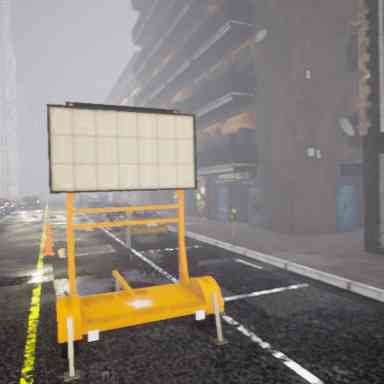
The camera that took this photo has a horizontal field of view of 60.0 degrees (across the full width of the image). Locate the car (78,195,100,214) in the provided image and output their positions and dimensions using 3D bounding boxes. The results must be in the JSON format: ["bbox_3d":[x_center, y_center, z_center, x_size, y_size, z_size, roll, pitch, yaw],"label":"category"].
[{"bbox_3d":[-9.230,1.255,31.369,2.008,1.369,4.403,-2,1,-23],"label":"car"}]

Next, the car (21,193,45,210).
[{"bbox_3d":[-18.928,1.171,39.357,2.097,1.767,4.553,-2,1,-23],"label":"car"}]

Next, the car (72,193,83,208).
[{"bbox_3d":[-13.701,1.091,41.742,1.967,1.590,4.097,-2,1,-23],"label":"car"}]

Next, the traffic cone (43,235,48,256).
[{"bbox_3d":[-4.997,1.878,11.546,0.340,0.580,0.340,-2,1,-23],"label":"traffic cone"}]

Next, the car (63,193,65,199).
[{"bbox_3d":[-22.634,1.126,62.496,1.802,1.307,4.206,-2,1,-23],"label":"car"}]

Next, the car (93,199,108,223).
[{"bbox_3d":[-4.761,1.327,20.993,1.947,1.339,4.313,-2,1,-23],"label":"car"}]

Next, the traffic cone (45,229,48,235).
[{"bbox_3d":[-5.788,1.867,13.383,0.340,0.580,0.340,-2,1,-23],"label":"traffic cone"}]

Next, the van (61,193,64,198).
[{"bbox_3d":[-31.576,0.789,83.244,1.690,1.788,3.998,-2,1,-23],"label":"van"}]

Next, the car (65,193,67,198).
[{"bbox_3d":[-18.172,0.912,52.116,2.192,1.841,5.009,-2,1,-23],"label":"car"}]

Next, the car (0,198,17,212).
[{"bbox_3d":[-21.326,1.423,38.275,1.752,1.417,4.829,-2,1,-23],"label":"car"}]

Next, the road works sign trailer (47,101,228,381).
[{"bbox_3d":[-1.095,0.387,5.596,2.380,3.560,2.880,-2,1,-23],"label":"road works sign trailer"}]

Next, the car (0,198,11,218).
[{"bbox_3d":[-16.924,1.502,28.056,2.008,1.369,4.403,-2,1,-23],"label":"car"}]

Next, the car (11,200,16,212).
[{"bbox_3d":[-19.162,1.364,33.243,1.967,1.590,4.097,-2,1,-23],"label":"car"}]

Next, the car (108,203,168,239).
[{"bbox_3d":[-2.595,1.315,15.960,1.752,1.417,4.829,-2,1,-23],"label":"car"}]

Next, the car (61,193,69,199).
[{"bbox_3d":[-33.804,0.991,88.436,1.947,1.339,4.313,-2,1,-23],"label":"car"}]
